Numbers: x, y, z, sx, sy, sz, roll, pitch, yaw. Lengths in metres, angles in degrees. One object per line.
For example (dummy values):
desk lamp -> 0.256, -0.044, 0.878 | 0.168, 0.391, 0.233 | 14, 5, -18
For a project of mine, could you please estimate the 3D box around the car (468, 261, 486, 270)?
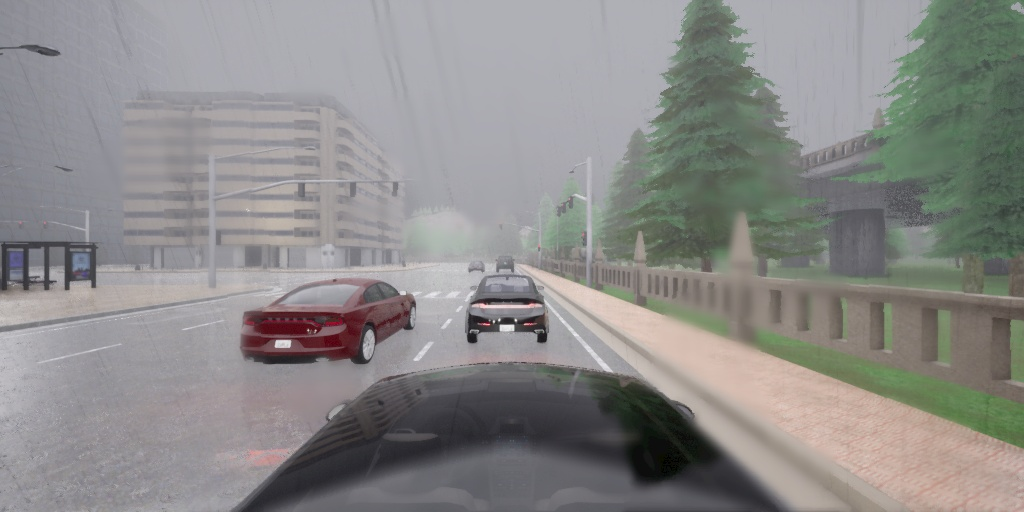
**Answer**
car -> -4.365, 1.296, 44.713 | 2.033, 1.411, 5.357 | 0, 0, -1

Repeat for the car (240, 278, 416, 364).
car -> -3.596, 1.227, 8.095 | 1.882, 1.535, 5.008 | 0, 0, 0

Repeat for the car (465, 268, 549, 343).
car -> -0.128, 1.241, 9.656 | 2.128, 1.511, 4.902 | 0, 0, -1

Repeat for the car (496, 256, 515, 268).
car -> -0.856, 0.970, 44.858 | 2.150, 2.045, 5.566 | 0, 0, -1
